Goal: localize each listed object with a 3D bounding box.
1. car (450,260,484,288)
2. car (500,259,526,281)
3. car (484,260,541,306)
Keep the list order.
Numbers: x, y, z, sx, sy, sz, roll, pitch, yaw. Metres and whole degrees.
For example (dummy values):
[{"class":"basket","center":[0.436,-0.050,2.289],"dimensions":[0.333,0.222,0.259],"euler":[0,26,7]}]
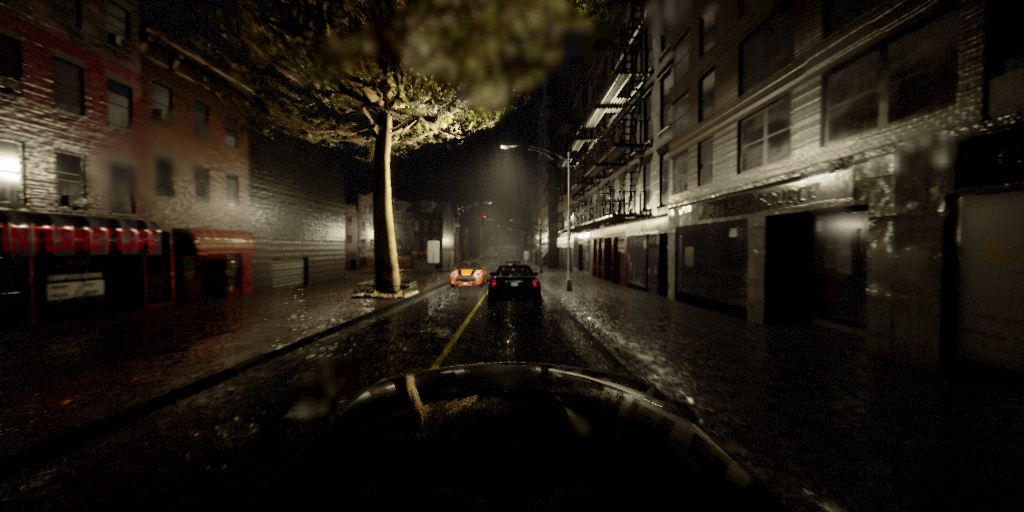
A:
[{"class":"car","center":[-2.830,1.125,24.141],"dimensions":[2.097,1.767,4.553],"euler":[0,0,0]},{"class":"car","center":[0.094,1.152,31.836],"dimensions":[2.097,1.767,4.553],"euler":[0,0,0]},{"class":"car","center":[0.097,1.099,15.704],"dimensions":[2.097,1.767,4.553],"euler":[0,0,0]}]
